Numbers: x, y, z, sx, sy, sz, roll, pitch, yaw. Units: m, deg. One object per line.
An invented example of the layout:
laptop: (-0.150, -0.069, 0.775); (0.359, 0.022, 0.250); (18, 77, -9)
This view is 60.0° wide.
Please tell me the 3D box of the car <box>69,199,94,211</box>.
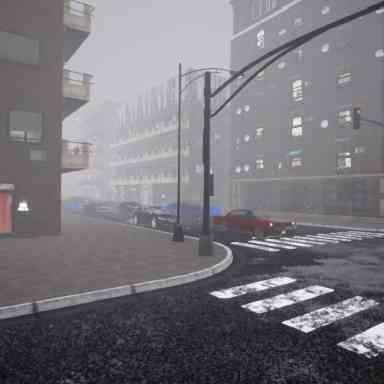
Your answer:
car: (-14.586, 1.632, 43.630); (1.994, 1.385, 4.181); (1, -1, -34)

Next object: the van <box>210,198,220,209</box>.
van: (0.898, 1.442, 30.714); (1.690, 1.788, 3.998); (1, -1, -35)

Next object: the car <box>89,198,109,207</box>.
car: (-15.020, 1.733, 53.714); (1.802, 1.307, 4.206); (1, -1, -35)

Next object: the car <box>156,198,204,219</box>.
car: (-1.137, 1.546, 29.075); (1.882, 1.535, 5.008); (1, -1, -34)

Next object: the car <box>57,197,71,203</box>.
car: (-27.753, 1.730, 72.116); (1.887, 1.381, 4.507); (1, -1, -35)

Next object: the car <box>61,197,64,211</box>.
car: (-15.133, 1.582, 40.030); (2.008, 1.369, 4.403); (1, -1, -35)

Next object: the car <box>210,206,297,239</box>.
car: (3.195, 1.608, 17.586); (1.895, 1.301, 4.718); (1, -1, -31)

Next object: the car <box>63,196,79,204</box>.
car: (-24.568, 1.617, 67.516); (1.967, 1.590, 4.097); (1, -1, -35)

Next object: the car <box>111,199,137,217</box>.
car: (-5.340, 1.565, 30.216); (1.812, 1.442, 4.674); (1, 0, -35)

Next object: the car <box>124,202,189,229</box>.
car: (-2.400, 1.541, 21.629); (2.008, 1.369, 4.403); (1, -1, -35)

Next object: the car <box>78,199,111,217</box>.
car: (-8.767, 1.593, 30.829); (1.802, 1.307, 4.206); (1, -1, -35)

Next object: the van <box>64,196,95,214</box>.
van: (-11.948, 1.363, 35.431); (1.690, 1.788, 3.998); (1, -1, -35)

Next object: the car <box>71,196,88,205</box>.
car: (-21.385, 1.609, 62.916); (1.967, 1.590, 4.097); (1, -1, -35)

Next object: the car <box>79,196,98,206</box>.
car: (-18.202, 1.600, 58.316); (1.967, 1.590, 4.097); (1, -1, -35)
